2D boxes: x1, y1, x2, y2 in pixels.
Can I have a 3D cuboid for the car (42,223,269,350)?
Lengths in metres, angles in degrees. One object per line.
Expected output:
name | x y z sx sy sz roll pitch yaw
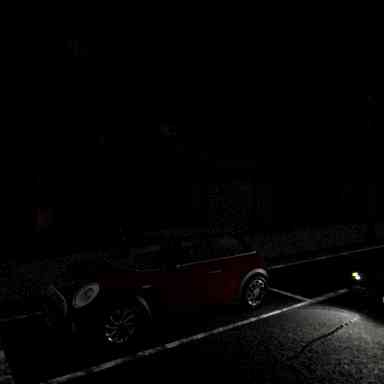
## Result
car | -0.530 1.440 6.154 4.097 1.590 1.967 0 0 -35

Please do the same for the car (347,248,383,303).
car | 5.694 1.547 7.430 5.357 1.411 2.033 0 0 -35
